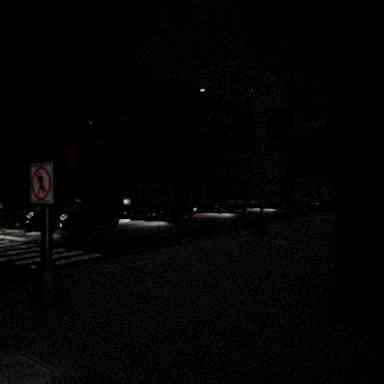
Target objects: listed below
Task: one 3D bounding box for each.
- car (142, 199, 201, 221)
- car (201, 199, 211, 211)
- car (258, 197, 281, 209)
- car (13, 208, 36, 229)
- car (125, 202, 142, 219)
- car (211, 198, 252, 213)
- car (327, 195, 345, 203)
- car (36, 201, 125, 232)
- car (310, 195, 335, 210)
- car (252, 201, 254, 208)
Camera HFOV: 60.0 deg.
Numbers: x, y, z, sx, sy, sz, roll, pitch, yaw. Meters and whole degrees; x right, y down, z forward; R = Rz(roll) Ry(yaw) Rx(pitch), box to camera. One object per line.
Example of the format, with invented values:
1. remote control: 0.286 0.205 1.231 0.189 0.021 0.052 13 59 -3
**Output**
1. car: -1.562 1.498 27.744 1.837 1.490 4.892 0 0 35
2. car: 0.965 1.525 36.939 2.033 1.411 5.357 0 0 35
3. car: 10.437 1.410 44.652 1.837 1.490 4.892 0 0 34
4. car: -9.423 1.405 22.271 2.097 1.767 4.553 0 0 35
5. car: -4.431 1.581 29.328 1.994 1.385 4.181 0 0 35
6. car: 4.395 1.475 36.150 1.812 1.442 4.674 0 0 36
7. car: 26.901 1.329 61.955 2.033 1.411 5.357 0 0 34
8. car: -6.700 1.382 20.490 2.097 1.767 4.553 0 0 35
9. car: 16.070 1.405 41.035 2.033 1.411 5.357 0 0 34
10. car: 6.667 1.499 44.931 1.994 1.385 4.181 0 0 36
